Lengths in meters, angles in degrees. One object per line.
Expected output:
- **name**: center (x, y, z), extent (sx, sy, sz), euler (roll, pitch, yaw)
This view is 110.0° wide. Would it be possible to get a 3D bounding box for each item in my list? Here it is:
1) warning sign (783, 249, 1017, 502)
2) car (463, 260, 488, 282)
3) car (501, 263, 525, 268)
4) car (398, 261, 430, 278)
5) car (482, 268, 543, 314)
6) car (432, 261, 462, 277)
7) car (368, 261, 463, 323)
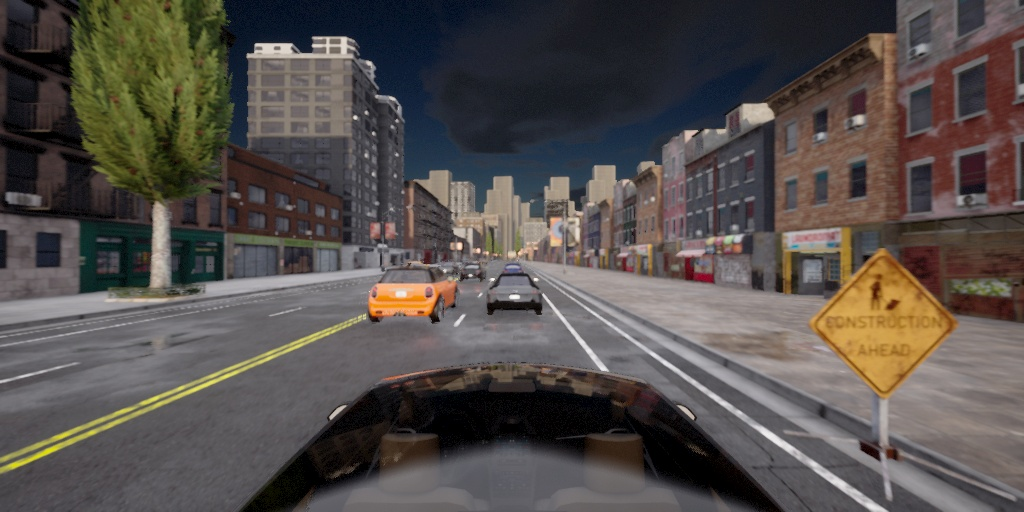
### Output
- **warning sign**: center (3.225, 0.867, 3.141), extent (1.300, 1.860, 1.060), euler (0, 0, 0)
- **car**: center (-3.165, 1.316, 29.655), extent (1.812, 1.442, 4.674), euler (0, 0, 0)
- **car**: center (0.085, 1.316, 29.668), extent (1.812, 1.442, 4.674), euler (0, 0, 0)
- **car**: center (-9.855, 1.288, 36.339), extent (1.882, 1.535, 5.008), euler (0, 0, 0)
- **car**: center (0.089, 1.327, 13.818), extent (1.994, 1.385, 4.181), euler (0, 0, 0)
- **car**: center (-6.606, 1.304, 36.908), extent (2.128, 1.511, 4.902), euler (0, 0, 0)
- **car**: center (-3.162, 1.113, 12.368), extent (2.097, 1.767, 4.553), euler (0, 0, 0)
